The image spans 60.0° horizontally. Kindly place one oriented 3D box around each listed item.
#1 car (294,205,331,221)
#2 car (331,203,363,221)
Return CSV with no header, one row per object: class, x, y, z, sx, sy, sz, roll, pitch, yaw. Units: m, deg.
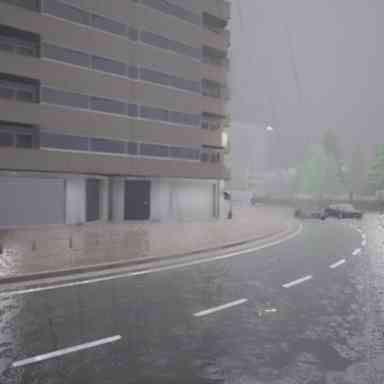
car,10.643,1.857,30.173,1.994,1.385,4.181,1,0,4
car,14.234,1.808,31.351,1.882,1.535,5.008,1,0,2
